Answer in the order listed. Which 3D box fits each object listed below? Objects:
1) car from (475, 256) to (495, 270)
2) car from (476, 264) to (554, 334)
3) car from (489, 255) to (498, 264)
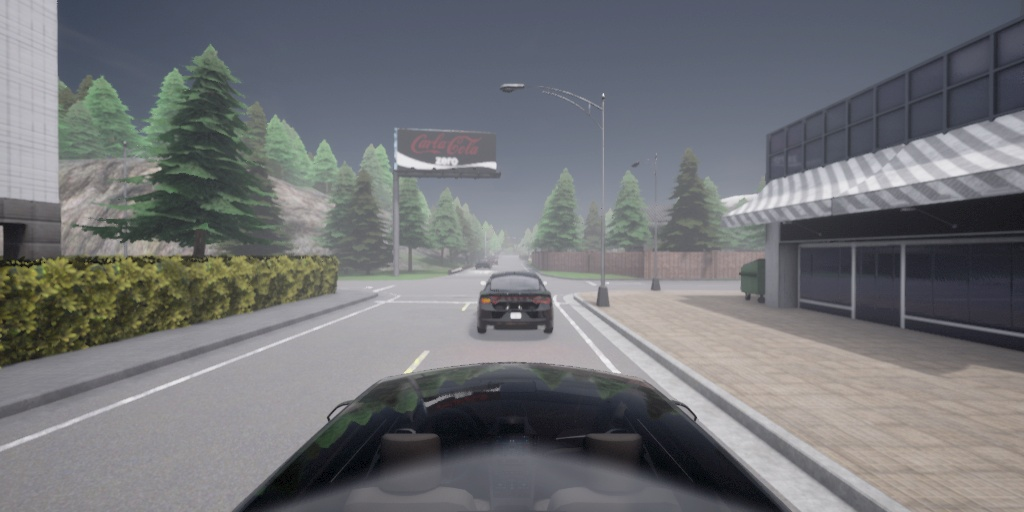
[{"bbox_3d":[-3.549,1.045,45.101,1.895,1.301,4.718,0,0,0],"label":"car"},{"bbox_3d":[0.063,1.166,10.479,1.882,1.535,5.008,0,0,-1],"label":"car"},{"bbox_3d":[-3.497,0.681,61.528,2.097,1.767,4.553,0,0,0],"label":"car"}]
